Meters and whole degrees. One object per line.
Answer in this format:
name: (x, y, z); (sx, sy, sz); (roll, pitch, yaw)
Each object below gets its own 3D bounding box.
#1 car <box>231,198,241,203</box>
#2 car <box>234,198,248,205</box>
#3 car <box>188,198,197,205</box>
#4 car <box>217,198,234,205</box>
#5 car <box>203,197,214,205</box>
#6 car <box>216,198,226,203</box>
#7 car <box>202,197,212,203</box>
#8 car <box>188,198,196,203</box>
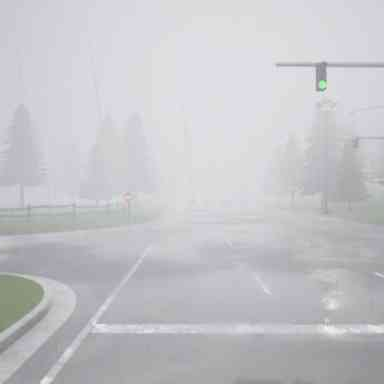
car: (10.515, 2.006, 80.242); (1.895, 1.301, 4.718); (0, 0, 0)
car: (10.513, 2.035, 69.792); (2.033, 1.411, 5.357); (0, 0, 0)
car: (0.013, 2.020, 69.794); (2.128, 1.511, 4.902); (0, 0, 0)
car: (7.013, 2.020, 69.792); (2.128, 1.511, 4.902); (0, 0, 0)
car: (3.513, 1.973, 69.793); (1.882, 1.535, 5.008); (0, 0, 0)
car: (7.015, 2.006, 80.243); (1.895, 1.301, 4.718); (0, 0, 0)
car: (3.515, 1.936, 80.214); (2.128, 1.511, 4.902); (0, 0, 0)
car: (0.015, 2.006, 80.244); (1.895, 1.301, 4.718); (0, 0, 0)
